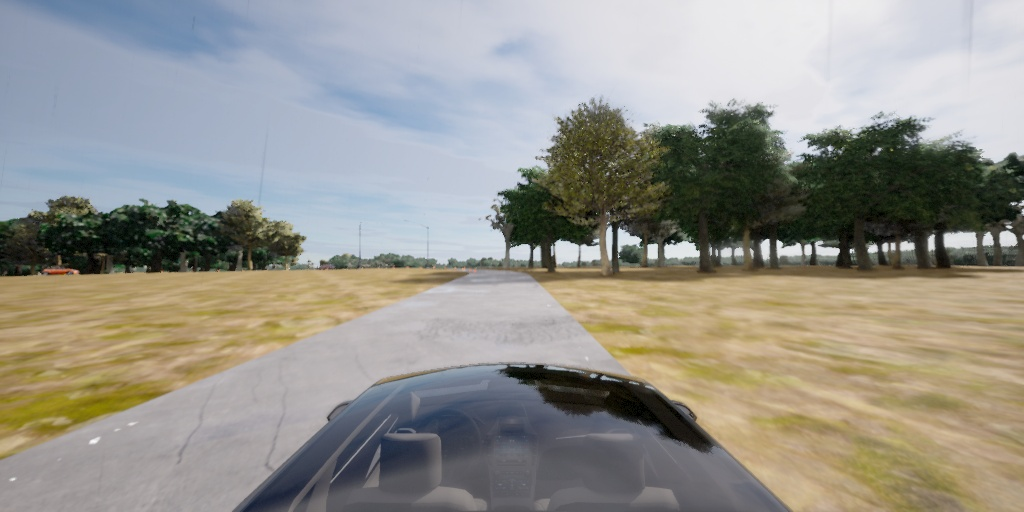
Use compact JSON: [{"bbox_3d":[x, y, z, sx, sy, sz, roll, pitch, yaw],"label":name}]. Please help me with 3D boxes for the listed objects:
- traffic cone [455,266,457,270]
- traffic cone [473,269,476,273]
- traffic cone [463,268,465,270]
[{"bbox_3d":[-9.645,2.007,61.046,0.340,0.580,0.340,0,0,-28],"label":"traffic cone"},{"bbox_3d":[-4.949,1.912,47.738,0.340,0.580,0.340,0,0,-10],"label":"traffic cone"},{"bbox_3d":[-7.619,1.978,56.781,0.340,0.580,0.340,0,0,-22],"label":"traffic cone"}]
